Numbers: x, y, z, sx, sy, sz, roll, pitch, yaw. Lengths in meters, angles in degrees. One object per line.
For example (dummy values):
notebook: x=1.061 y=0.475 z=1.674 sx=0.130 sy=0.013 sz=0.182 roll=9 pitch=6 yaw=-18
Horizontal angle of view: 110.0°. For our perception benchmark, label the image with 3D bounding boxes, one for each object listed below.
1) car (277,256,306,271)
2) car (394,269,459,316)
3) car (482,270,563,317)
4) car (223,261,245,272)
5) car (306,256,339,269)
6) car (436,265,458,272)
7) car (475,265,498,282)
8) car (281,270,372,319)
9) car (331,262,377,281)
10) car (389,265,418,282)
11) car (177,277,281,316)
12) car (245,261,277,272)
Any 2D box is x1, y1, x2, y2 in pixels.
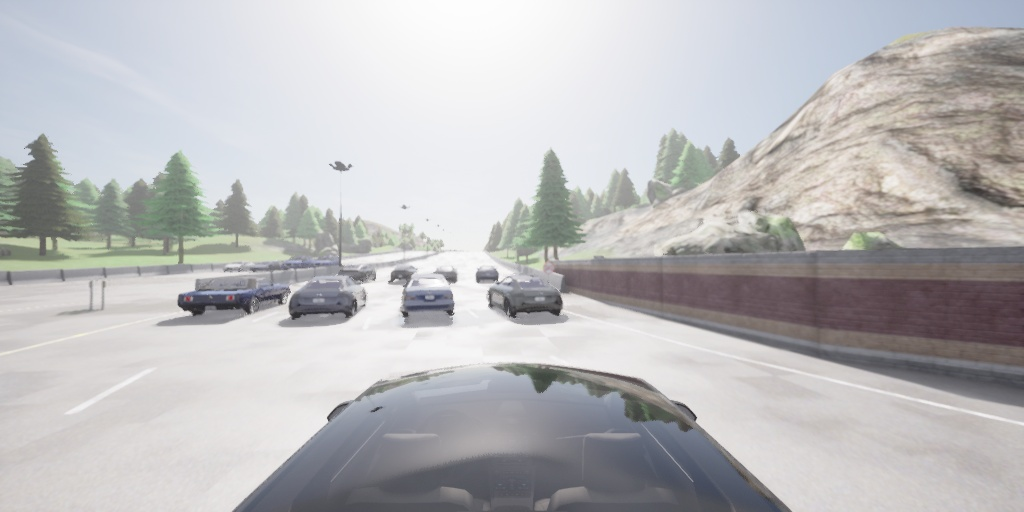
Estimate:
car: x=-28.720 y=1.042 z=48.341 sx=2.150 sy=2.045 sz=5.566 roll=0 pitch=0 yaw=-6
car: x=-3.320 y=1.409 z=14.045 sx=2.033 sy=1.411 sz=5.357 roll=0 pitch=0 yaw=-15
car: x=0.359 y=1.424 z=13.906 sx=1.994 sy=1.385 sz=4.181 roll=0 pitch=0 yaw=-17
car: x=-35.611 y=1.351 z=47.030 sx=1.812 sy=1.442 sz=4.674 roll=0 pitch=0 yaw=-6
car: x=-25.242 y=1.040 z=48.699 sx=2.150 sy=2.045 sz=5.566 roll=0 pitch=0 yaw=-6
car: x=-5.657 y=1.489 z=31.011 sx=1.994 sy=1.385 sz=4.181 roll=0 pitch=0 yaw=-6
car: x=-2.197 y=1.487 z=31.584 sx=1.994 sy=1.385 sz=4.181 roll=0 pitch=0 yaw=-6
car: x=-6.731 y=1.422 z=13.513 sx=1.994 sy=1.385 sz=4.181 roll=0 pitch=0 yaw=-14
car: x=-12.527 y=1.420 z=29.357 sx=2.128 sy=1.511 sz=4.902 roll=0 pitch=0 yaw=-6
car: x=-9.174 y=1.451 z=30.919 sx=1.812 sy=1.442 sz=4.674 roll=0 pitch=0 yaw=-6
car: x=-10.480 y=1.468 z=14.056 sx=1.895 sy=1.301 sz=4.718 roll=0 pitch=-1 yaw=-13
car: x=-32.126 y=1.374 z=47.257 sx=2.033 sy=1.411 sz=5.357 roll=0 pitch=1 yaw=-6
